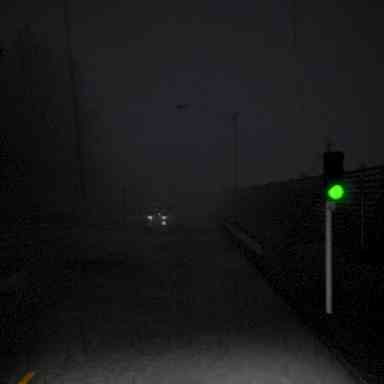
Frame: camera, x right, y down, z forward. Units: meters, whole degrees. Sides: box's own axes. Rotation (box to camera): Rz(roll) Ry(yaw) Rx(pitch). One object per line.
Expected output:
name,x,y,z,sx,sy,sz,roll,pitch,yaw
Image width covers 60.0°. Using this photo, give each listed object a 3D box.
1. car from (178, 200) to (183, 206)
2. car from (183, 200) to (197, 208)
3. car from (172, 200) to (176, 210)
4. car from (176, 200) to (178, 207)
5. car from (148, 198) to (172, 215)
car,-3.748,2.484,74.675,4.892,1.490,1.837,-1,-1,40
car,-0.142,2.387,65.302,1.812,1.442,4.674,0,-1,-5
car,-4.111,2.030,51.431,2.097,1.767,4.553,0,-1,0
car,-4.063,2.338,61.621,1.812,1.442,4.674,0,-1,0
car,-4.118,1.770,41.582,2.150,2.045,5.566,0,-1,0
